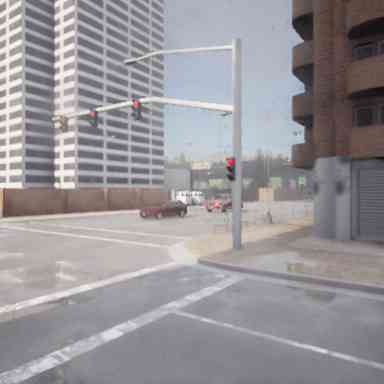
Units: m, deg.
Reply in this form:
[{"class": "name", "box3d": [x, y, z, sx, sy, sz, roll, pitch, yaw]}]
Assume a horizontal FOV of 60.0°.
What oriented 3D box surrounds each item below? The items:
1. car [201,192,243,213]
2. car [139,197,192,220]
[{"class": "car", "box3d": [3.711, 1.245, 37.497, 2.150, 2.045, 5.566, 0, 0, 36]}, {"class": "car", "box3d": [-2.425, 1.500, 28.826, 1.882, 1.535, 5.008, 0, 0, 35]}]
